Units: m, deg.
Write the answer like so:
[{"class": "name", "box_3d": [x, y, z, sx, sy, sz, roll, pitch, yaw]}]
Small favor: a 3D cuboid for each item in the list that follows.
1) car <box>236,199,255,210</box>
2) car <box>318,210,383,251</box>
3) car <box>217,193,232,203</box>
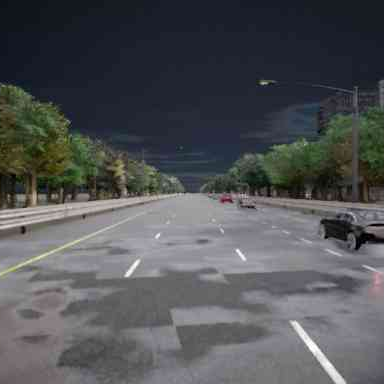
[{"class": "car", "box_3d": [7.007, 1.561, 43.694, 2.033, 1.411, 5.357, 0, 0, 0]}, {"class": "car", "box_3d": [7.001, 1.493, 14.123, 2.128, 1.511, 4.902, 0, 0, 0]}, {"class": "car", "box_3d": [7.067, 1.269, 68.689, 2.150, 2.045, 5.566, 0, 0, 0]}]
